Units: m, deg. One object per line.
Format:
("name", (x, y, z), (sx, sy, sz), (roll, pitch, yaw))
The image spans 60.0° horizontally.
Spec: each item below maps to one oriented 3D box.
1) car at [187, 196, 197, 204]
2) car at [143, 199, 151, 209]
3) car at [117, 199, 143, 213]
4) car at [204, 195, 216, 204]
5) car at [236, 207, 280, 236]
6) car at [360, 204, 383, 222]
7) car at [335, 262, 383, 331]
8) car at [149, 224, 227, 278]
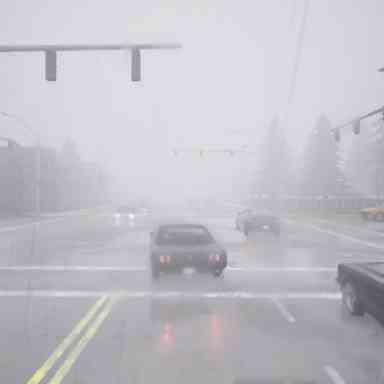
("car", (-0.004, 1.591, 65.148), (1.882, 1.535, 5.008), (0, 0, 0))
("car", (-7.091, 1.647, 47.532), (1.994, 1.385, 4.181), (0, 0, 0))
("car", (-7.099, 1.591, 37.509), (1.812, 1.442, 4.674), (0, 0, 0))
("car", (3.503, 1.465, 65.146), (2.097, 1.767, 4.553), (0, 0, 0))
("car", (3.599, 1.558, 18.579), (1.812, 1.442, 4.674), (0, 0, 0))
("car", (15.923, 1.523, 26.296), (5.008, 1.535, 1.882), (0, 0, 0))
("car", (3.699, 1.609, 4.487), (1.895, 1.301, 4.718), (0, 0, 2))
("car", (-0.354, 1.619, 10.204), (1.895, 1.301, 4.718), (0, 0, -8))
